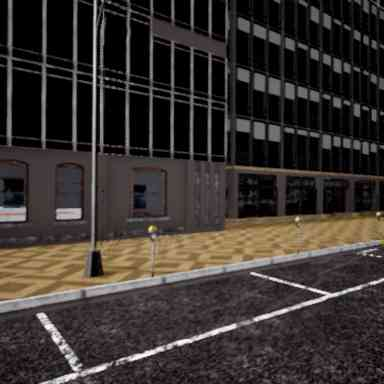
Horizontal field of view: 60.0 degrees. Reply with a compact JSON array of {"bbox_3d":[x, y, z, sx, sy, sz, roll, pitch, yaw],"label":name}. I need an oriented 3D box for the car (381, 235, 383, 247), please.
[{"bbox_3d":[9.262,1.588,13.163,4.829,1.417,1.752,0,0,-36],"label":"car"}]
